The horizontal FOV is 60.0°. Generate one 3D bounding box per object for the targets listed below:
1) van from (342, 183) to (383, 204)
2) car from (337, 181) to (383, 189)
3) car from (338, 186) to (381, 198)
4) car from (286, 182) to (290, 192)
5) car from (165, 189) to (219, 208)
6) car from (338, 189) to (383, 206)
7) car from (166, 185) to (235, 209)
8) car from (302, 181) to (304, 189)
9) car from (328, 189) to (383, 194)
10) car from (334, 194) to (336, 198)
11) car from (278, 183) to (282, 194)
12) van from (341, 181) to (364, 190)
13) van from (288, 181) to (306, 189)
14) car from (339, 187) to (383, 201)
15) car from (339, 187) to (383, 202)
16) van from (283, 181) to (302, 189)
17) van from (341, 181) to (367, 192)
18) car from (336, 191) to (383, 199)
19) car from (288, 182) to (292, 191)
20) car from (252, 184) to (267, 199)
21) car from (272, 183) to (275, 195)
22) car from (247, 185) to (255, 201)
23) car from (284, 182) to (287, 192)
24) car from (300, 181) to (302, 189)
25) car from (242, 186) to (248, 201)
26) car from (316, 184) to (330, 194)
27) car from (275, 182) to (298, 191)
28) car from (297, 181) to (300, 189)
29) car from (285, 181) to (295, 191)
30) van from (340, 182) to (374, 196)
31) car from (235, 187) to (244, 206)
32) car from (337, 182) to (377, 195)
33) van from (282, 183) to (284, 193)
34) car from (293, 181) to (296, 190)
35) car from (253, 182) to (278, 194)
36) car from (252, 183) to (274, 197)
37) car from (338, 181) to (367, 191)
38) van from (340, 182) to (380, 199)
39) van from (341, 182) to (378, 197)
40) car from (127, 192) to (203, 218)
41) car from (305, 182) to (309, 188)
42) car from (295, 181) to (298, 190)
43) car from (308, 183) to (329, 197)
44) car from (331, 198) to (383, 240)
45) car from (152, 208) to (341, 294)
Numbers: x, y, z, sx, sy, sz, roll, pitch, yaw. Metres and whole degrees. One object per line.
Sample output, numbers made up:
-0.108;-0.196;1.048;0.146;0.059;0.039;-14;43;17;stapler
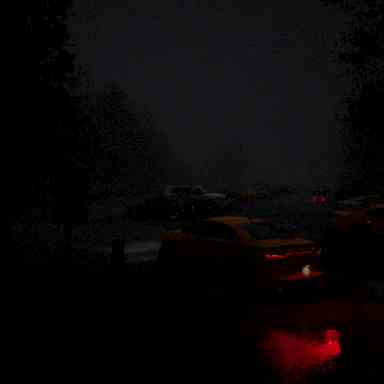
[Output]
17.982;0.122;34.529;4.442;1.987;1.878;1;3;24;van
15.584;0.335;29.401;5.566;2.045;2.435;1;3;24;car
22.360;-0.065;44.566;5.008;1.535;2.097;1;2;24;car
13.828;-0.530;57.583;4.792;1.488;2.163;1;2;24;car
-0.901;0.850;24.677;5.008;1.535;2.097;1;3;24;car
16.666;0.496;31.962;4.792;1.488;2.163;1;3;24;car
0.255;0.481;27.186;5.566;2.045;2.435;1;3;24;car
22.937;-1.314;77.824;5.008;1.535;2.097;1;2;24;car
13.123;0.816;24.451;5.366;1.575;1.946;1;3;24;car
10.999;1.088;19.339;4.792;1.488;2.163;1;3;24;car
10.474;-0.245;49.965;4.792;1.488;2.163;1;2;24;car
36.114;-1.423;74.938;4.442;1.987;1.878;1;2;24;van
28.508;-1.939;90.506;4.442;1.987;1.878;1;1;24;van
20.116;0.162;39.508;4.792;1.488;2.163;1;2;24;car
19.036;0.264;37.102;4.792;1.488;2.163;1;3;24;car
25.107;-1.730;82.924;4.442;1.987;1.878;1;2;24;van
31.580;-1.046;64.834;4.442;1.987;1.878;1;2;24;van
9.972;1.046;16.896;4.553;1.767;2.185;1;3;24;car
14.964;-0.624;60.115;4.792;1.488;2.163;1;2;24;car
5.789;0.130;40.047;5.366;1.575;1.946;1;3;24;car
8.170;-0.077;44.915;4.892;1.521;2.231;1;3;24;car
3.468;0.370;34.876;5.366;1.575;1.946;1;3;24;car
12.693;-0.435;55.052;4.792;1.488;2.163;1;2;24;car
21.777;-1.345;75.299;4.553;1.767;2.185;1;2;24;car
2.507;0.495;32.268;4.892;1.521;2.231;1;3;24;car
22.456;-0.529;56.856;1.882;1.535;5.008;1;2;24;car
20.642;-1.251;72.767;4.553;1.767;2.185;1;2;24;car
19.365;-1.036;70.303;5.366;1.575;1.946;1;2;24;car
15.958;-0.753;62.709;5.366;1.575;1.946;1;2;24;car
24.516;-0.481;49.659;4.442;1.987;1.878;1;2;24;van
1.534;0.613;29.664;5.366;1.575;1.946;1;3;24;car
25.730;-0.599;52.147;5.566;2.045;2.435;1;2;24;car
11.690;-0.594;52.451;4.442;1.987;1.878;1;2;24;van
17.268;-0.841;65.162;4.892;1.521;2.231;1;2;24;car
9.341;-0.304;47.430;4.553;1.767;2.185;1;2;24;car
7.212;0.028;42.314;5.366;1.575;1.946;1;3;24;car
34.848;-1.356;72.470;5.566;2.045;2.435;1;2;24;car
21.117;-0.195;42.064;4.442;1.987;1.878;1;2;24;van
23.595;-0.383;47.038;4.442;1.987;1.878;1;2;24;van
-2.069;0.997;22.162;4.792;1.488;2.163;1;3;24;car
26.375;-1.848;85.395;5.566;2.045;2.435;1;2;24;car
18.393;-0.935;67.699;4.892;1.521;2.231;1;2;24;car
18.242;-0.164;47.467;2.128;1.511;4.902;1;2;24;car
8.805;1.289;14.390;5.008;1.535;2.097;1;3;24;car
0.934;1.365;8.580;1.882;1.535;5.008;2;-1;-31;car
